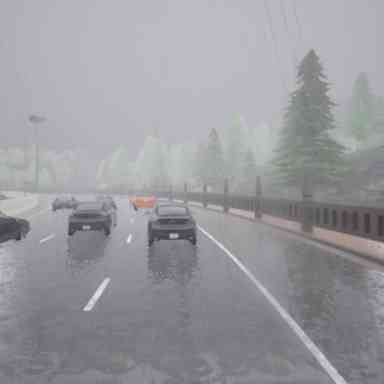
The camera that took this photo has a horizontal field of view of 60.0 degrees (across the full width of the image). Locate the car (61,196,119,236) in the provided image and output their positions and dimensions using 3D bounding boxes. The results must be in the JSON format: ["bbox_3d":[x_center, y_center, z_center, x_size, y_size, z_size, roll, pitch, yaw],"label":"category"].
[{"bbox_3d":[-4.823,1.198,16.493,1.837,1.490,4.892,0,1,-8],"label":"car"}]

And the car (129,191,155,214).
[{"bbox_3d":[-4.736,0.761,31.757,2.097,1.767,4.553,0,1,-16],"label":"car"}]

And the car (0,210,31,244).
[{"bbox_3d":[-7.661,1.326,11.921,2.033,1.411,5.357,0,1,-6],"label":"car"}]

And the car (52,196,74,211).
[{"bbox_3d":[-11.604,1.034,30.561,1.895,1.301,4.718,0,1,-17],"label":"car"}]

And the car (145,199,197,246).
[{"bbox_3d":[-0.925,1.242,13.987,1.837,1.490,4.892,0,1,-7],"label":"car"}]
